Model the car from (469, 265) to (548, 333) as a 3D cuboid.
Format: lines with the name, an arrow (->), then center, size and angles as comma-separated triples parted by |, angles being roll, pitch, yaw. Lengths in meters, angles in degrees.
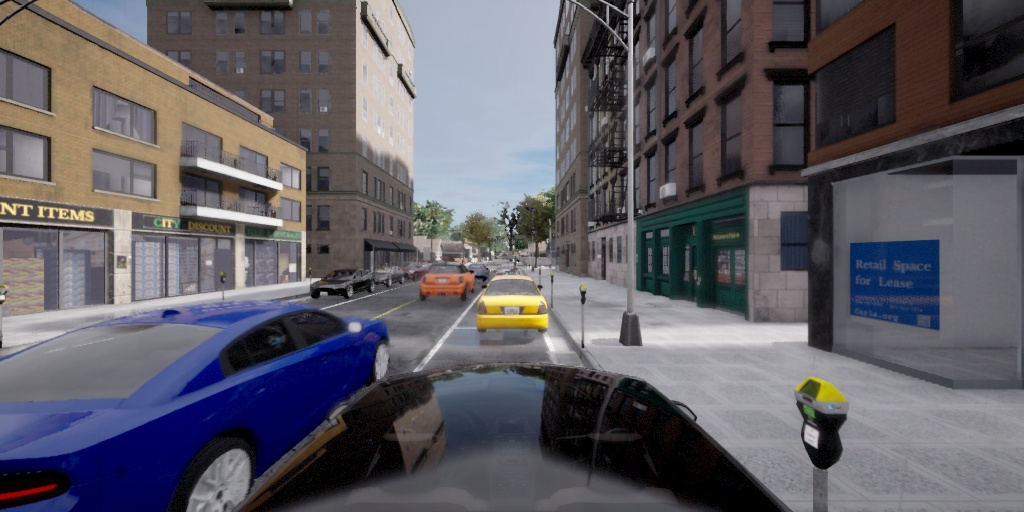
car -> 0.005, 1.207, 10.690 | 1.801, 1.575, 5.366 | 0, 0, 0

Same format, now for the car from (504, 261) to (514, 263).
car -> -0.383, 1.281, 29.411 | 1.751, 1.417, 4.829 | 0, 0, 0

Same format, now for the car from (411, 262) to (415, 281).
car -> -8.408, 1.195, 29.238 | 1.967, 1.591, 4.097 | 0, 0, 0

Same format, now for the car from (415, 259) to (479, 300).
car -> -3.021, 1.103, 17.688 | 2.097, 1.767, 4.553 | 0, 0, 0

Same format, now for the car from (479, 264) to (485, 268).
car -> -2.932, 1.320, 29.977 | 1.994, 1.385, 4.181 | 0, 0, 0

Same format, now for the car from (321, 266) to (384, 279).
car -> -8.408, 1.316, 18.201 | 1.948, 1.339, 4.313 | 0, 0, 0

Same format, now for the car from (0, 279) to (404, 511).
car -> -2.926, 1.228, 3.896 | 1.882, 1.535, 5.008 | 0, 0, 0

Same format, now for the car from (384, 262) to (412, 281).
car -> -8.408, 1.303, 23.719 | 2.007, 1.370, 4.403 | 0, 0, 0

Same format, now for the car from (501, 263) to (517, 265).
car -> -0.383, 1.334, 23.722 | 1.802, 1.307, 4.207 | 0, 0, 0
